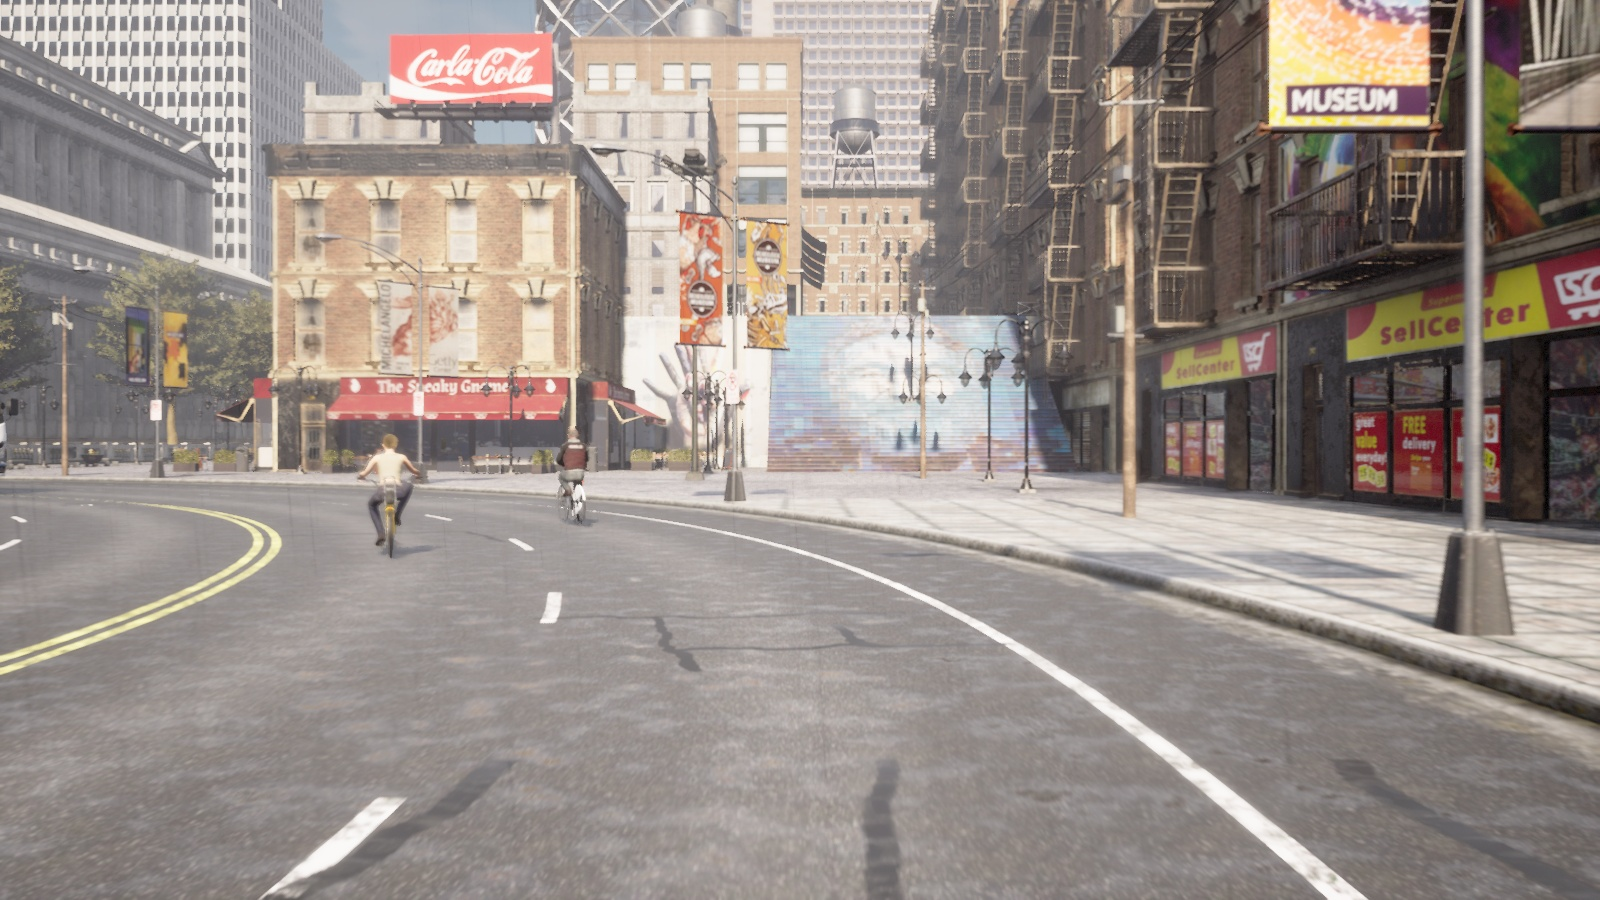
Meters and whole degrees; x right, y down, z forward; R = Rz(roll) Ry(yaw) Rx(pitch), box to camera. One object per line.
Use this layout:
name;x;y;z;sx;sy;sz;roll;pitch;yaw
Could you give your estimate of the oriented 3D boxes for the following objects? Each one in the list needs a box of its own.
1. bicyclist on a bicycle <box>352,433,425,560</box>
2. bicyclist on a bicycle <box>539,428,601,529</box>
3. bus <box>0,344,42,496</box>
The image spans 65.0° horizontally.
bicyclist on a bicycle;-5.495;0.584;16.794;0.866;1.612;1.509;-1;0;-18
bicyclist on a bicycle;-4.216;0.484;22.912;0.659;1.776;1.843;0;1;-25
bus;-27.458;-0.859;36.753;10.273;4.253;3.944;0;0;25
